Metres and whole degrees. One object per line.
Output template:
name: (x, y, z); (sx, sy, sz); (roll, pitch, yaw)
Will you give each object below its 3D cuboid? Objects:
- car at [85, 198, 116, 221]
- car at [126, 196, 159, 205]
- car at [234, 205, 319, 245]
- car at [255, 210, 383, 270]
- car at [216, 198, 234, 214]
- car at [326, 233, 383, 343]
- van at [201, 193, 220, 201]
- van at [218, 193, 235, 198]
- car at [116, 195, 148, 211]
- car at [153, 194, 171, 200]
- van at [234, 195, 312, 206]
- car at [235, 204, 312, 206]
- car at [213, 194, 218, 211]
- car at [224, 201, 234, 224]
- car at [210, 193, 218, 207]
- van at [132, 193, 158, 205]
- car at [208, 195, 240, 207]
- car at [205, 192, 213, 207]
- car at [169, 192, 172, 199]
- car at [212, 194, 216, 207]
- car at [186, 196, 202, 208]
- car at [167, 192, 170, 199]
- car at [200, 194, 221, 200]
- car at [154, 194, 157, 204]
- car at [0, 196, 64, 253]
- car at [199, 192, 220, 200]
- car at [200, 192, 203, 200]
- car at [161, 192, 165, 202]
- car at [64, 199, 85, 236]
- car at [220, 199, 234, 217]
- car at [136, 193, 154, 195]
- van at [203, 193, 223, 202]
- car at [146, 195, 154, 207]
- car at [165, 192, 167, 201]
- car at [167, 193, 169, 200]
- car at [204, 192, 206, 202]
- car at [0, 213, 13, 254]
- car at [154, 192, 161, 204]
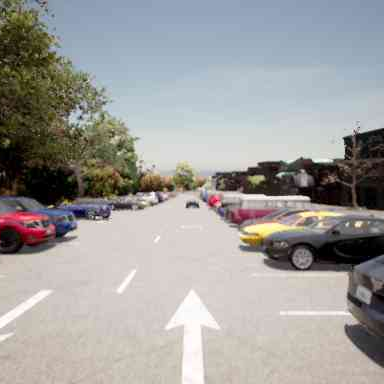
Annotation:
car: (-9.046, 1.342, 27.350); (4.553, 1.767, 2.097); (0, 0, 19)
car: (-8.540, 1.482, 57.444); (5.366, 1.575, 1.946); (0, 0, 0)
car: (4.555, 1.460, 13.131); (5.366, 1.575, 1.946); (0, 0, 0)
car: (4.746, 1.463, 10.331); (5.008, 1.535, 2.097); (0, 0, 0)
car: (4.741, 1.470, 27.148); (5.008, 1.535, 2.097); (0, 0, 0)
car: (4.772, 1.499, 4.724); (4.792, 1.488, 2.163); (0, 0, 0)
van: (4.601, 1.172, 83.221); (4.442, 1.987, 1.878); (0, 0, 0)
van: (4.852, 1.246, 29.951); (4.442, 1.987, 1.878); (0, 0, 0)
car: (-8.354, 1.478, 40.789); (4.892, 1.521, 2.231); (0, 0, 0)
car: (-8.394, 1.351, 93.534); (4.792, 1.488, 2.163); (0, 0, 0)
van: (4.855, 1.240, 18.738); (4.442, 1.987, 1.878); (0, 0, 0)
car: (4.710, 1.494, 15.935); (4.792, 1.488, 2.163); (0, 0, 0)
car: (4.703, 1.348, 32.754); (4.553, 1.767, 2.185); (0, 0, 0)
car: (4.767, 1.497, 21.541); (4.792, 1.488, 2.163); (0, 0, 0)
car: (4.763, 1.350, 38.361); (4.553, 1.767, 2.185); (0, 0, 0)
van: (-8.471, 1.261, 60.219); (4.442, 1.987, 1.878); (0, 0, 0)
car: (4.697, 1.356, 49.574); (4.553, 1.767, 2.185); (0, 0, 0)
car: (4.760, 1.226, 41.164); (5.566, 2.045, 2.435); (0, 0, 0)
car: (-8.333, 1.152, 82.430); (5.566, 2.045, 2.435); (0, 0, 0)
car: (4.765, 1.349, 35.558); (4.553, 1.767, 2.185); (0, 0, 0)
car: (0.085, 1.602, 48.780); (1.895, 1.301, 4.718); (0, 0, 0)
car: (-8.354, 1.441, 76.879); (5.008, 1.535, 2.097); (0, 0, 0)
car: (4.901, 1.354, 88.829); (5.366, 1.575, 1.946); (0, 0, 0)
car: (-8.323, 1.512, 51.893); (4.792, 1.488, 2.163); (0, 0, 0)
car: (-8.310, 1.211, 12.904); (5.566, 2.045, 2.435); (0, 0, 0)
car: (4.744, 1.085, 91.631); (5.566, 2.045, 2.435); (0, 0, 0)
car: (4.753, 1.236, 60.788); (5.566, 2.045, 2.435); (0, 0, 0)
car: (-8.384, 1.236, 62.995); (5.566, 2.045, 2.435); (0, 0, 0)
car: (-8.312, 1.212, 15.565); (5.566, 2.045, 2.435); (0, 0, 0)
car: (4.766, 1.499, 24.345); (4.792, 1.488, 2.163); (0, 0, 0)
car: (-8.382, 1.355, 49.116); (4.553, 1.767, 2.185); (0, 0, 0)
van: (4.836, 1.212, 77.611); (4.442, 1.987, 1.878); (0, 0, 0)
car: (-8.164, 1.475, 43.565); (5.366, 1.575, 1.946); (0, 0, 0)
car: (-8.328, 1.233, 65.772); (5.566, 2.045, 2.435); (0, 0, 0)
car: (-8.543, 1.454, 74.102); (5.366, 1.575, 1.946); (0, 0, 0)
car: (4.759, 1.228, 43.968); (5.566, 2.045, 2.435); (0, 0, 0)
car: (-8.336, 1.503, 9.996); (4.674, 1.452, 2.002); (0, 0, 0)
car: (-8.381, 1.232, 54.668); (5.566, 2.045, 2.435); (0, 0, 0)
